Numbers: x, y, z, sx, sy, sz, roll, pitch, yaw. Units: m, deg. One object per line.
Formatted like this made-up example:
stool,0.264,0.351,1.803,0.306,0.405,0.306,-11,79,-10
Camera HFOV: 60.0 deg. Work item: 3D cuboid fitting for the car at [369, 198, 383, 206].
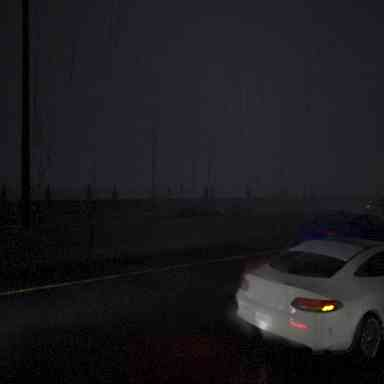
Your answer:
car,17.629,1.340,30.016,4.553,1.767,2.097,0,0,-37

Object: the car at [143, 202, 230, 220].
car,-0.449,1.542,20.907,5.357,1.411,2.033,0,0,-36

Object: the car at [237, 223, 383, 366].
car,2.832,1.524,5.770,4.674,1.442,1.812,0,0,-36

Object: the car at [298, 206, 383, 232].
car,6.002,1.473,12.372,5.008,1.535,1.882,0,0,-36

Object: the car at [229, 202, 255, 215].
car,3.356,1.556,28.046,4.181,1.385,1.994,0,0,-37
